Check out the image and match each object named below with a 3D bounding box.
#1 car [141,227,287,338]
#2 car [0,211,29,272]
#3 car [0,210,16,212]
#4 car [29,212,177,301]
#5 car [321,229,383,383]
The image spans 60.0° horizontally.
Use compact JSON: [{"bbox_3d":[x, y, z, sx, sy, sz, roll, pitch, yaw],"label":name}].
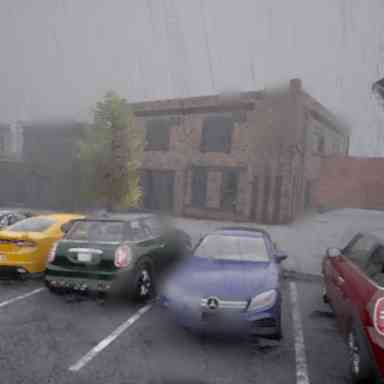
[{"bbox_3d":[0.899,1.487,6.812,2.002,1.452,4.674,1,0,15],"label":"car"},{"bbox_3d":[-3.897,1.417,10.205,2.097,1.535,5.008,0,-1,15],"label":"car"},{"bbox_3d":[-6.295,1.408,11.901,2.231,1.521,4.892,0,-1,15],"label":"car"},{"bbox_3d":[-1.510,1.305,8.484,2.185,1.767,4.553,0,-1,15],"label":"car"},{"bbox_3d":[3.270,1.344,5.084,2.185,1.767,4.553,0,-1,16],"label":"car"}]
